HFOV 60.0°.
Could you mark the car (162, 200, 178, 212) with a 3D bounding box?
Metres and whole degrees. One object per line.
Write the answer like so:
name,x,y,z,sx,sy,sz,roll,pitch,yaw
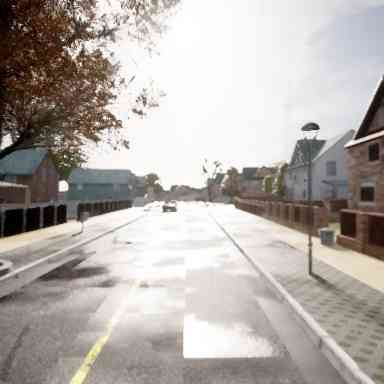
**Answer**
car,-2.772,1.769,42.612,2.033,1.411,5.357,0,0,1
